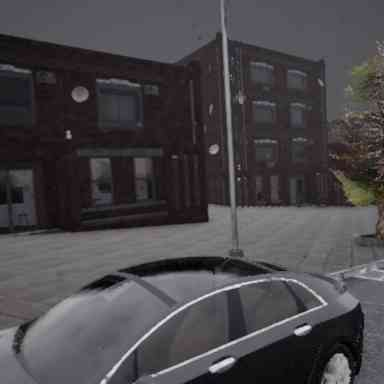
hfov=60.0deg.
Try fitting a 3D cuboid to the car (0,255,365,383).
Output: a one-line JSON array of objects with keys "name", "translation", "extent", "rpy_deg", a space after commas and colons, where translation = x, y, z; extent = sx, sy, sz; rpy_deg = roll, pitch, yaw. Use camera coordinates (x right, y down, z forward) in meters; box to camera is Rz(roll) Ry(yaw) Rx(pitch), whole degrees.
[{"name": "car", "translation": [-0.232, 1.493, 3.211], "extent": [4.892, 1.490, 1.837], "rpy_deg": [0, 0, -35]}]
